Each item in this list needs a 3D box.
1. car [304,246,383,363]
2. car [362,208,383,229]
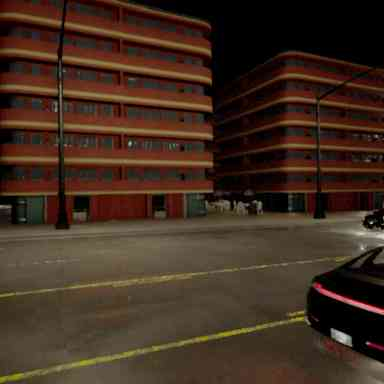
[{"bbox_3d":[3.962,1.516,4.954,4.902,1.511,2.128,0,0,-25],"label":"car"},{"bbox_3d":[12.905,1.612,20.875,4.892,1.490,1.837,0,0,-25],"label":"car"}]
